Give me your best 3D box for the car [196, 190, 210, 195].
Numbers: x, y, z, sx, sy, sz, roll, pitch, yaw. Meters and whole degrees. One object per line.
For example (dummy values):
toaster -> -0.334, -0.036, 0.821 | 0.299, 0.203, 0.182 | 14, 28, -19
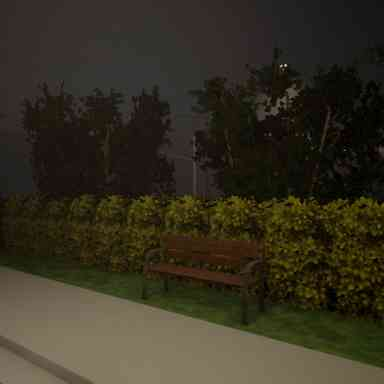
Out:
car -> 3.676, 0.468, 67.107 | 2.150, 2.045, 5.566 | 0, 1, 35

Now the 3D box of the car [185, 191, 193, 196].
car -> 0.290, 0.618, 68.339 | 2.097, 1.767, 4.553 | 0, 1, 35
